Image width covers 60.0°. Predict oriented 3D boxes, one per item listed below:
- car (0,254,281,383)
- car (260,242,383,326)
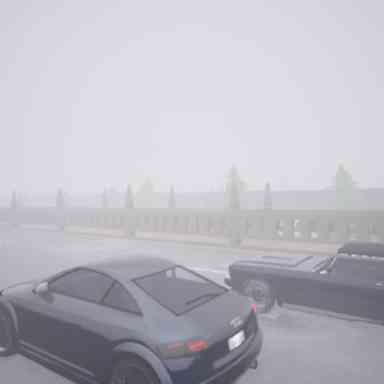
[{"bbox_3d":[-1.143,1.629,4.806,4.181,1.385,1.994,-1,-1,35],"label":"car"},{"bbox_3d":[2.998,1.615,6.153,4.718,1.301,1.895,-1,-1,35],"label":"car"}]
